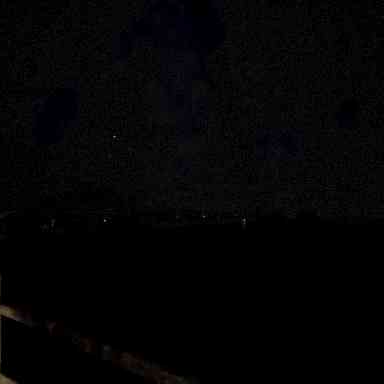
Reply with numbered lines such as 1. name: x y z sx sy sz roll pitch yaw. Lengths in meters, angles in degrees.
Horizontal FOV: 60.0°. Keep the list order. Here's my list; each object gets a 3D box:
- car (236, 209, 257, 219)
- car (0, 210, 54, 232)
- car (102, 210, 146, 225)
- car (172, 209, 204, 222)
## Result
1. car: 8.841 3.597 53.650 1.837 1.490 4.892 0 -3 36
2. car: -12.430 2.058 23.964 1.837 1.490 4.892 0 -2 34
3. car: -6.515 2.452 32.334 2.128 1.511 4.902 0 -2 35
4. car: -0.409 2.882 40.866 2.128 1.511 4.902 0 -2 36
